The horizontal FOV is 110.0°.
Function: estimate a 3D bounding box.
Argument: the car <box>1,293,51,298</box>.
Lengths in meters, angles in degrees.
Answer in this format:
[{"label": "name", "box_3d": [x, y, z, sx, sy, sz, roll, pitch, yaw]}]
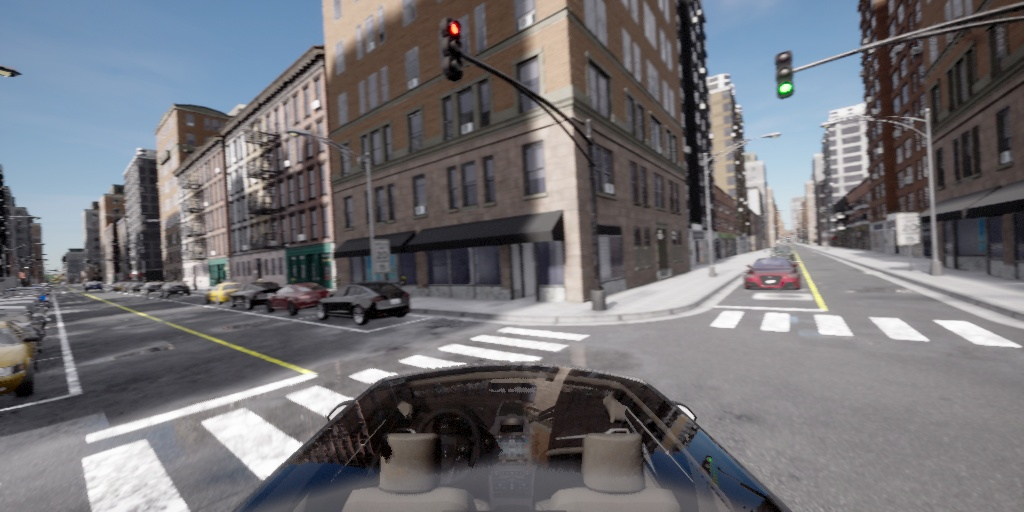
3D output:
[{"label": "car", "box_3d": [-18.914, 2.399, 13.478, 4.313, 1.339, 1.948, 0, 0, 38]}]

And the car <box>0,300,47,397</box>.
[{"label": "car", "box_3d": [-10.246, 1.874, 6.730, 4.829, 1.417, 1.751, 0, 0, 38]}]

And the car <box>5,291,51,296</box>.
[{"label": "car", "box_3d": [-23.181, 2.641, 16.800, 4.313, 1.339, 1.948, 0, 0, 38]}]

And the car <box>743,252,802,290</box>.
[{"label": "car", "box_3d": [11.757, 0.766, 16.216, 1.994, 1.385, 4.181, -3, 0, 38]}]

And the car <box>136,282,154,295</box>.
[{"label": "car", "box_3d": [-39.591, 3.550, 39.738, 4.403, 1.370, 2.007, 0, 0, 38]}]

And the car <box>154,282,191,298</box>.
[{"label": "car", "box_3d": [-31.057, 3.069, 33.095, 4.403, 1.370, 2.007, 0, 0, 38]}]

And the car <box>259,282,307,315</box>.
[{"label": "car", "box_3d": [-9.723, 1.892, 16.487, 4.207, 1.307, 1.802, 0, 0, 38]}]

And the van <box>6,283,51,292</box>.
[{"label": "van", "box_3d": [-31.715, 2.899, 23.443, 3.998, 1.789, 1.690, 0, 0, 38]}]

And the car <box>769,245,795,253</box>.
[{"label": "car", "box_3d": [29.554, -0.406, 39.233, 2.097, 1.767, 4.553, -3, 0, 38]}]

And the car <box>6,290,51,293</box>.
[{"label": "car", "box_3d": [-27.448, 2.899, 20.121, 4.207, 1.307, 1.802, 0, 0, 38]}]

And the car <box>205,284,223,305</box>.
[{"label": "car", "box_3d": [-18.391, 2.319, 23.235, 4.829, 1.417, 1.751, 0, 0, 38]}]

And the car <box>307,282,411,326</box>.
[{"label": "car", "box_3d": [-5.456, 1.633, 13.165, 4.313, 1.339, 1.948, 0, 0, 38]}]

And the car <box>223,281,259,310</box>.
[{"label": "car", "box_3d": [-13.990, 2.118, 19.809, 4.313, 1.339, 1.948, 0, 0, 38]}]

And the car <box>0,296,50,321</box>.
[{"label": "car", "box_3d": [-14.647, 2.142, 10.156, 4.403, 1.370, 2.007, 0, 0, 38]}]
